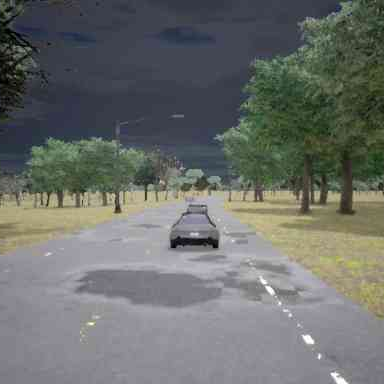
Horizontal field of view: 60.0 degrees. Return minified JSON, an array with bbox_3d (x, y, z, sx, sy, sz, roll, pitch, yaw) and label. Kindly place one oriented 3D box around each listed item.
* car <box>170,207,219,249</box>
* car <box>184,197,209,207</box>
[{"bbox_3d":[0.123,1.567,14.604,1.994,1.385,4.181,0,0,1],"label":"car"},{"bbox_3d":[0.494,1.488,29.571,2.128,1.511,4.902,0,0,2],"label":"car"}]
